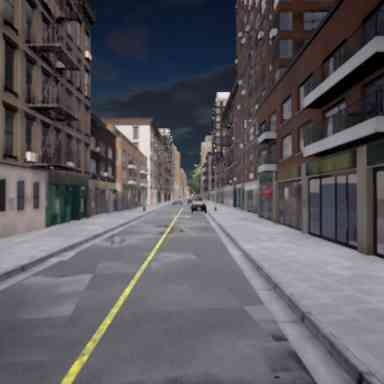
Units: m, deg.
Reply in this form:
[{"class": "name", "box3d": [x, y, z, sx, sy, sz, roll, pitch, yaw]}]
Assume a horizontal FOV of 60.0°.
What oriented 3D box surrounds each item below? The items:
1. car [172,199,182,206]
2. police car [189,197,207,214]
[{"class": "car", "box3d": [-3.095, 2.233, 71.000, 1.994, 1.385, 4.181, 0, -1, 0]}, {"class": "police car", "box3d": [0.844, 1.808, 41.838, 1.930, 1.638, 5.238, 0, -1, 0]}]
